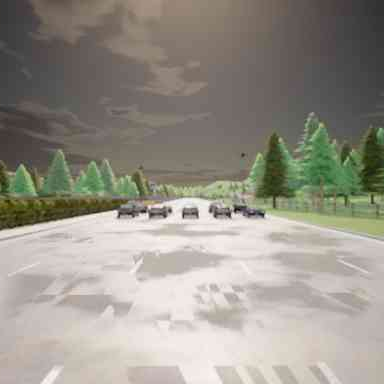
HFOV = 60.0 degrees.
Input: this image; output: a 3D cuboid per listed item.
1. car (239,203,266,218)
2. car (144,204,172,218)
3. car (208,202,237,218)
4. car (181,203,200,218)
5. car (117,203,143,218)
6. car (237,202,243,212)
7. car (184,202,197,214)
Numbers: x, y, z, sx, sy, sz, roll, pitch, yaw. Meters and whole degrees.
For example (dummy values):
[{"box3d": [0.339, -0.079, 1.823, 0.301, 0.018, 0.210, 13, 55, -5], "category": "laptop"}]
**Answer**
[{"box3d": [6.810, 2.164, 37.103, 1.895, 1.301, 4.718, 0, -1, 0], "category": "car"}, {"box3d": [-3.690, 2.076, 37.018, 2.128, 1.511, 4.902, 0, -1, 0], "category": "car"}, {"box3d": [3.310, 2.062, 37.056, 2.128, 1.511, 4.902, 0, -1, 0], "category": "car"}, {"box3d": [-0.190, 2.069, 37.037, 2.128, 1.511, 4.902, 0, -1, 0], "category": "car"}, {"box3d": [-7.132, 2.106, 37.578, 1.837, 1.490, 4.892, 0, -1, 0], "category": "car"}, {"box3d": [6.765, 2.206, 47.733, 1.882, 1.535, 5.008, 0, -1, 0], "category": "car"}, {"box3d": [-0.235, 2.264, 47.471, 1.812, 1.442, 4.674, 0, -1, 0], "category": "car"}]
